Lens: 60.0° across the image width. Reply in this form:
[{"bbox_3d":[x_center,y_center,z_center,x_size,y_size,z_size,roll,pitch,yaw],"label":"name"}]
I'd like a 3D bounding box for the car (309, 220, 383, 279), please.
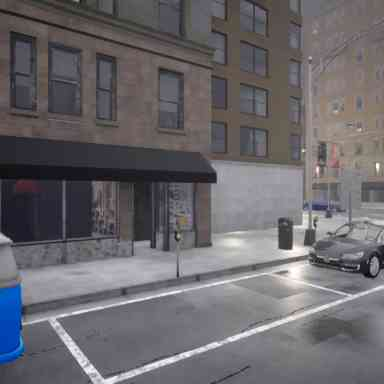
[{"bbox_3d":[5.304,1.550,9.990,4.403,1.369,2.008,0,0,-36],"label":"car"}]

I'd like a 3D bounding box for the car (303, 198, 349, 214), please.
[{"bbox_3d":[13.781,1.386,34.474,1.882,1.535,5.008,0,0,-36],"label":"car"}]

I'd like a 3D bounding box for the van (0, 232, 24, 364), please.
[{"bbox_3d":[-3.906,1.341,3.401,3.998,1.788,1.690,0,0,-36],"label":"van"}]
